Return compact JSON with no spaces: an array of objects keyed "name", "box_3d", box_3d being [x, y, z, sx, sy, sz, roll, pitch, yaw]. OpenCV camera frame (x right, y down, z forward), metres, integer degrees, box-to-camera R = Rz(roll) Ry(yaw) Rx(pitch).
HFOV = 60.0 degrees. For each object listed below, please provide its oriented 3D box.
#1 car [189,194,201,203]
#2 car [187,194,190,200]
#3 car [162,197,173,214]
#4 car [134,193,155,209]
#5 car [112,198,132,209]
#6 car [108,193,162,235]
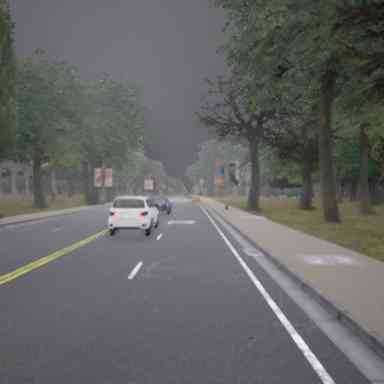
[{"name":"car","box_3d":[0.886,1.431,70.088,1.882,1.535,5.008,0,0,0]},{"name":"car","box_3d":[-0.352,1.330,87.473,2.033,1.411,5.357,0,0,0]},{"name":"car","box_3d":[-3.219,1.361,35.545,2.097,1.767,4.553,0,0,0]},{"name":"car","box_3d":[-6.692,1.219,47.292,2.150,2.045,5.566,0,0,0]},{"name":"car","box_3d":[-9.943,1.559,47.306,1.994,1.385,4.181,0,0,0]},{"name":"car","box_3d":[-3.172,1.245,18.926,2.150,2.045,5.566,0,0,0]}]
